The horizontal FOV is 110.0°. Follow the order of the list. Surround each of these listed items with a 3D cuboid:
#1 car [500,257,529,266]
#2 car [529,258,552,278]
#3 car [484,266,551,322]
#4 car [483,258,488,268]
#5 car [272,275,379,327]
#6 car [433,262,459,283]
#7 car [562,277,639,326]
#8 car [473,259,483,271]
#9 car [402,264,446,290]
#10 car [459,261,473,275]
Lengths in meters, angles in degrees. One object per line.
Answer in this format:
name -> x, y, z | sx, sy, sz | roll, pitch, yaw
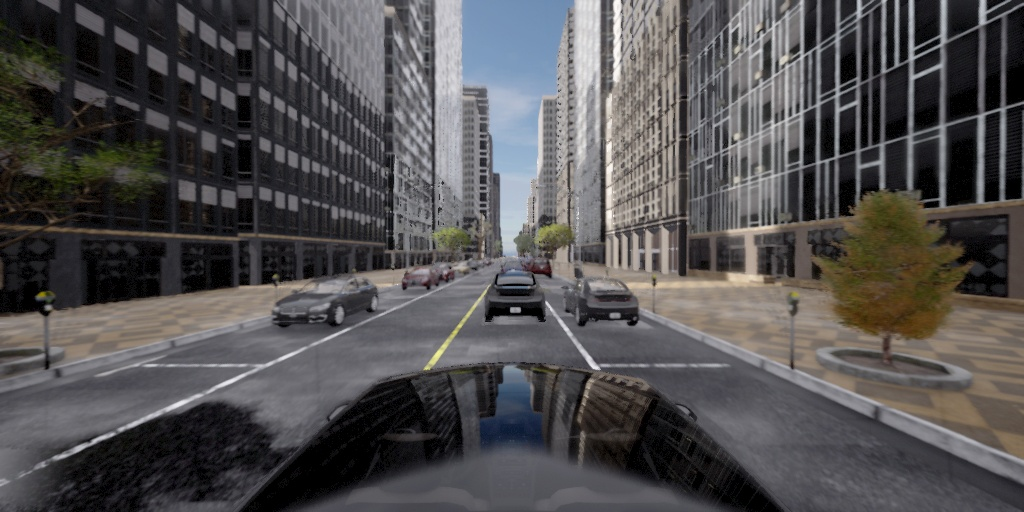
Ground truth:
car -> 0.093, 1.162, 29.927 | 2.097, 1.767, 4.553 | 0, 0, 0
car -> 2.679, 1.134, 34.247 | 2.192, 1.841, 5.009 | 0, 0, 0
car -> 0.096, 1.278, 12.472 | 1.837, 1.490, 4.892 | 0, 0, 0
car -> -5.711, 1.426, 62.663 | 2.007, 1.370, 4.403 | 0, 0, 0
car -> -5.694, 1.321, 11.509 | 2.007, 1.370, 4.403 | 0, 0, 0
car -> -5.700, 1.247, 28.560 | 1.967, 1.591, 4.097 | 0, 0, 0
car -> 2.686, 1.321, 11.512 | 2.007, 1.370, 4.403 | 0, 0, 0
car -> -5.707, 1.419, 51.295 | 1.948, 1.339, 4.313 | 0, 0, 0
car -> -5.698, 1.377, 22.877 | 1.802, 1.307, 4.207 | 0, 0, 0
car -> -5.703, 1.356, 39.758 | 1.751, 1.417, 4.829 | 0, 0, 0
